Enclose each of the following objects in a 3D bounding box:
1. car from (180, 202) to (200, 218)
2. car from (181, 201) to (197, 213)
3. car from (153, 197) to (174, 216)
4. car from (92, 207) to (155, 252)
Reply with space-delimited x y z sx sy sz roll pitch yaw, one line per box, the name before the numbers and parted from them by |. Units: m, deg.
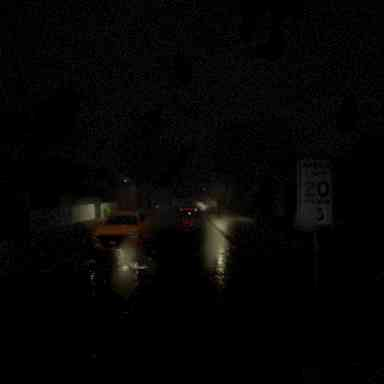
car | -0.241 1.881 34.905 1.837 1.490 4.892 0 -1 0
car | -0.359 2.028 44.969 2.033 1.411 5.357 0 -1 0
car | -3.196 1.631 38.035 2.150 2.045 5.566 0 -1 -1
car | -2.971 1.642 14.841 1.882 1.535 5.008 0 -1 0
